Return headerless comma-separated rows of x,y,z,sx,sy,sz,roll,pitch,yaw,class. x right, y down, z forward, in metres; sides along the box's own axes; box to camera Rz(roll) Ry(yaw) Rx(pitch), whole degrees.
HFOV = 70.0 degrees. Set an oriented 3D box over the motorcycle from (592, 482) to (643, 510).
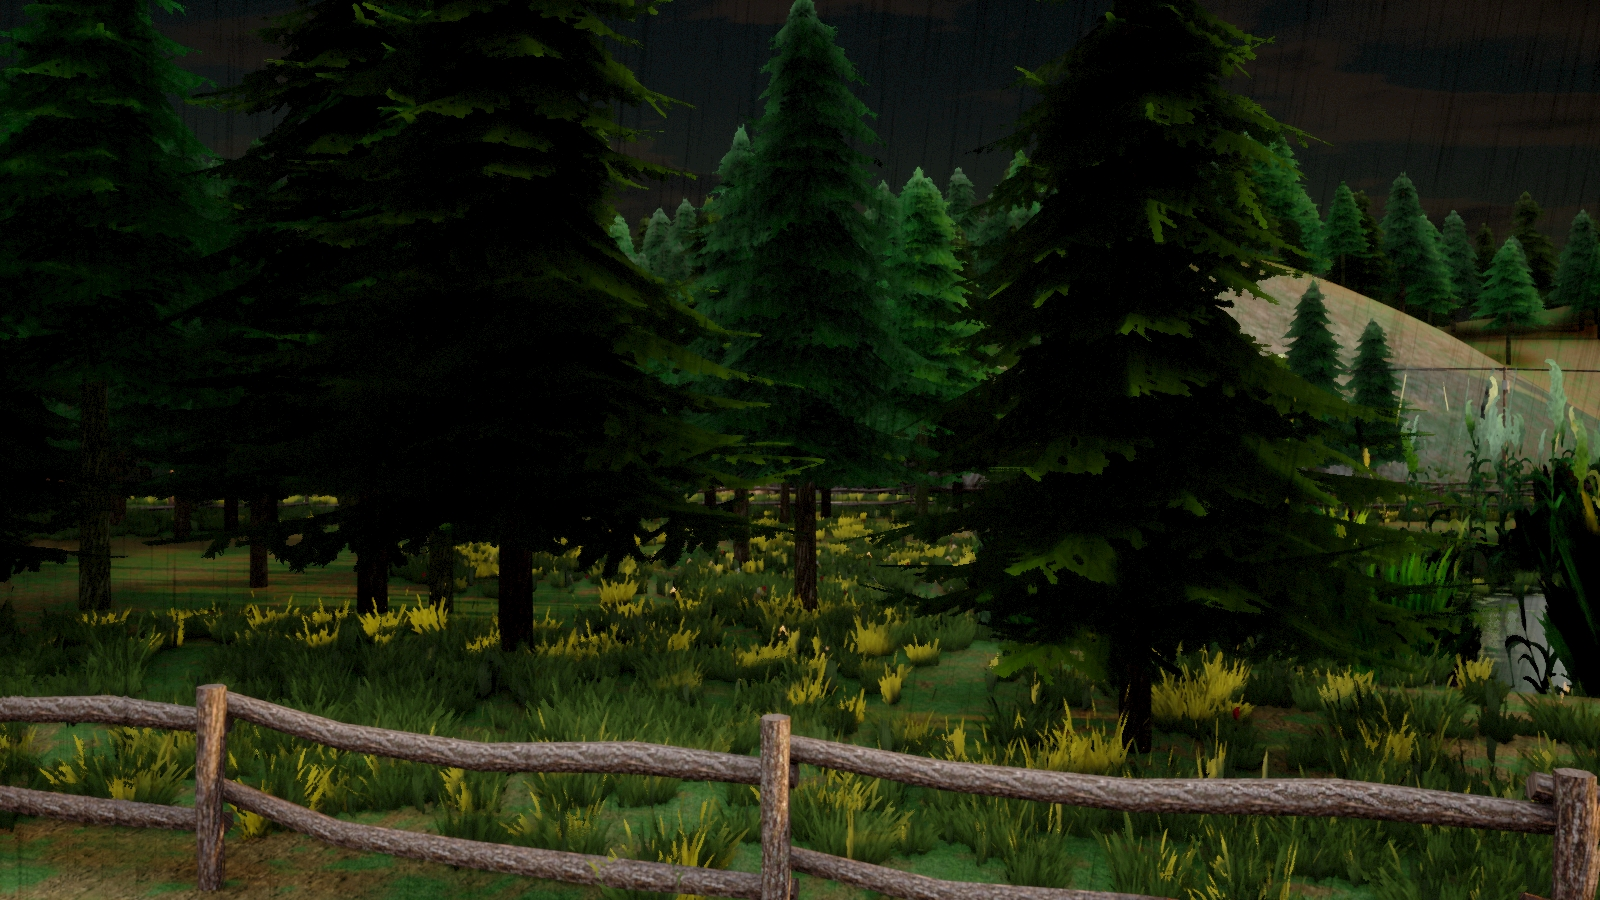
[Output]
-8.634,2.178,54.113,2.209,1.251,0.867,0,0,14,motorcycle
